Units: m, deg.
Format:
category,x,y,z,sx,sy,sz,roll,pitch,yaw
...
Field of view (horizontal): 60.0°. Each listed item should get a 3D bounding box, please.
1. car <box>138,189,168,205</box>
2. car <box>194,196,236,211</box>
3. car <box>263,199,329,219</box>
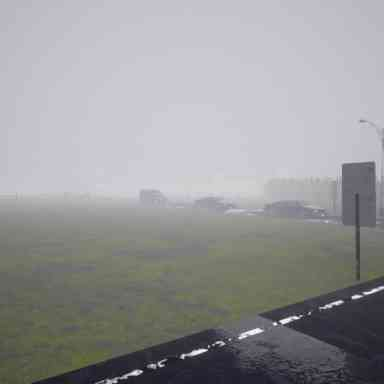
category,x,y,z,sx,sy,sz,roll,pitch,yaw
car,-5.567,0.646,46.788,2.150,2.045,5.566,-1,1,-35
car,2.353,1.177,35.673,2.033,1.411,5.357,-1,1,-36
car,8.335,1.330,27.310,2.033,1.411,5.357,-1,1,-36
